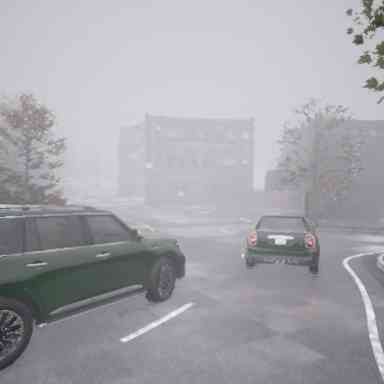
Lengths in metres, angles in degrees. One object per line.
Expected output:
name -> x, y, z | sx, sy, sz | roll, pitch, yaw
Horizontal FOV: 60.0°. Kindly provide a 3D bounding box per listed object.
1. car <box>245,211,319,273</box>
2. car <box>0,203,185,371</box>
car -> 3.167, 1.441, 11.412 | 2.097, 1.767, 4.553 | 0, 0, 18
car -> -2.383, 1.223, 5.957 | 2.150, 2.045, 5.566 | 1, 0, 34
